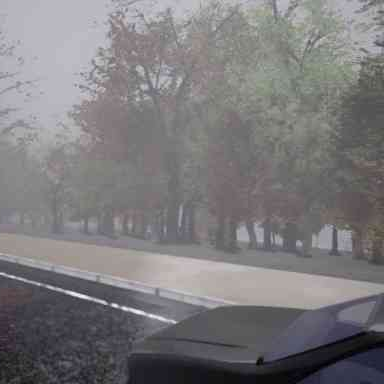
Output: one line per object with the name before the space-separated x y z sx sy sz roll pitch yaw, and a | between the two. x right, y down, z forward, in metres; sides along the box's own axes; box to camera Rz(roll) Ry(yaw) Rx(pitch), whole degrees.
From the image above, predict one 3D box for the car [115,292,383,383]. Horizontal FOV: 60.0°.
car | 1.877 1.546 2.347 5.357 1.411 2.033 0 0 36
